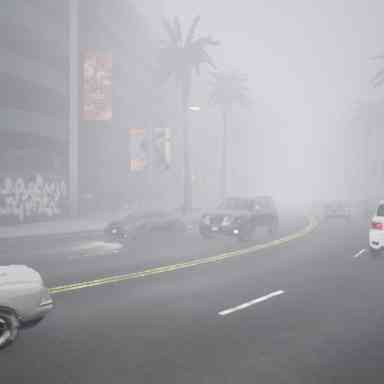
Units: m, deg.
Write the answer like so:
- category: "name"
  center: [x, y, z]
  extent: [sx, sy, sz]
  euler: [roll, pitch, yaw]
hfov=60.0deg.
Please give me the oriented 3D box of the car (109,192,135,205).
- category: "car"
  center: [-10.836, 0.982, 51.444]
  extent: [2.435, 2.045, 5.566]
  euler: [0, 0, 16]

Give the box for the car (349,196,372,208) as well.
- category: "car"
  center: [24.785, 1.461, 49.062]
  extent: [2.231, 1.521, 4.892]
  euler: [0, 0, 16]

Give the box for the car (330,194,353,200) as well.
- category: "car"
  center: [20.917, 1.457, 46.416]
  extent: [1.882, 1.535, 5.008]
  euler: [0, 0, 16]

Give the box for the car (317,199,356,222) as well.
- category: "car"
  center: [11.212, 1.536, 26.098]
  extent: [2.033, 1.411, 5.357]
  euler: [0, 0, 19]

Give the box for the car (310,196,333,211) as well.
- category: "car"
  center: [15.721, 1.527, 41.021]
  extent: [2.033, 1.411, 5.357]
  euler: [0, 0, 16]

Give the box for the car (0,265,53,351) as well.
- category: "car"
  center: [-4.501, 1.595, 4.498]
  extent: [4.718, 1.301, 1.895]
  euler: [0, 0, -34]

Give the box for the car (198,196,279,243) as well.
- category: "car"
  center: [2.528, 1.211, 16.515]
  extent: [2.150, 2.045, 5.566]
  euler: [0, 0, 34]

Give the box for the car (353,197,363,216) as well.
- category: "car"
  center: [15.749, 1.480, 28.907]
  extent: [2.128, 1.511, 4.902]
  euler: [0, 0, 18]

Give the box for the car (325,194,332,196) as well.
- category: "car"
  center: [32.877, 1.318, 77.300]
  extent: [2.185, 1.767, 4.553]
  euler: [0, 0, 16]

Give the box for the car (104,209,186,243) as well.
- category: "car"
  center: [-2.181, 1.550, 16.289]
  extent: [1.994, 1.385, 4.181]
  euler: [0, 0, 39]

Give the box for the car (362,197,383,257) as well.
- category: "car"
  center: [8.008, 1.221, 12.186]
  extent: [2.150, 2.045, 5.566]
  euler: [0, 1, 36]
